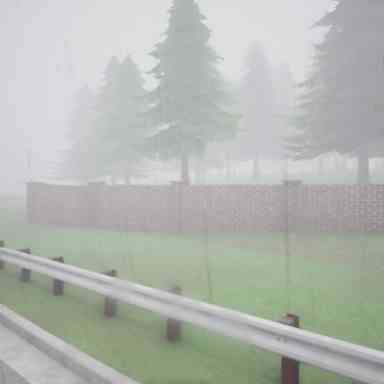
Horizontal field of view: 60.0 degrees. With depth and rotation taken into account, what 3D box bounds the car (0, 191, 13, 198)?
[{"bbox_3d":[-43.902,0.914,77.934,1.994,1.385,4.181,0,0,-21],"label":"car"}]
